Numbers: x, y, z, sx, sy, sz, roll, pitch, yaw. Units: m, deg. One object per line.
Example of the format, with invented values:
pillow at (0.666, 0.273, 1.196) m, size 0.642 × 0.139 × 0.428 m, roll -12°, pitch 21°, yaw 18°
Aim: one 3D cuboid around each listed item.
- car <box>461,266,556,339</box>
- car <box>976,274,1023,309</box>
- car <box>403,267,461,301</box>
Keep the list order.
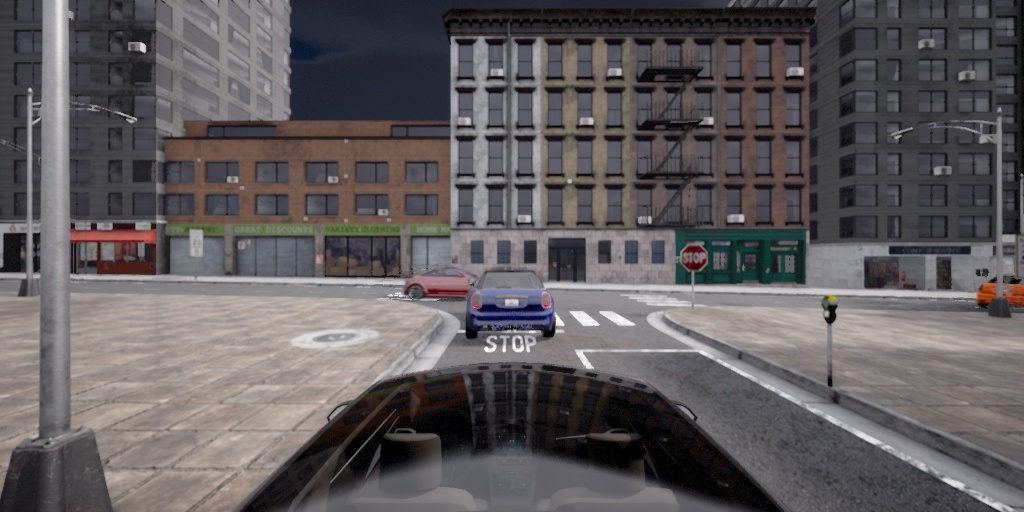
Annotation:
car at (-0.157, 1.048, 10.098) m, size 2.097 × 1.767 × 4.553 m, roll 0°, pitch 0°, yaw -4°
car at (23.528, 1.579, 15.623) m, size 4.553 × 1.767 × 2.097 m, roll 1°, pitch 0°, yaw 0°
car at (-2.545, 1.183, 15.653) m, size 4.181 × 1.385 × 1.994 m, roll 1°, pitch 0°, yaw 0°
